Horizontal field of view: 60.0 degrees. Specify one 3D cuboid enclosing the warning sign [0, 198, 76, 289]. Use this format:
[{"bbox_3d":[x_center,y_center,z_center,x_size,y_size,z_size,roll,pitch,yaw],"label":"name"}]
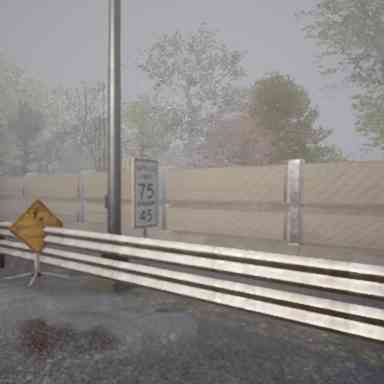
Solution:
[{"bbox_3d":[-3.591,1.075,7.716,1.060,1.860,1.300,0,0,36],"label":"warning sign"}]
